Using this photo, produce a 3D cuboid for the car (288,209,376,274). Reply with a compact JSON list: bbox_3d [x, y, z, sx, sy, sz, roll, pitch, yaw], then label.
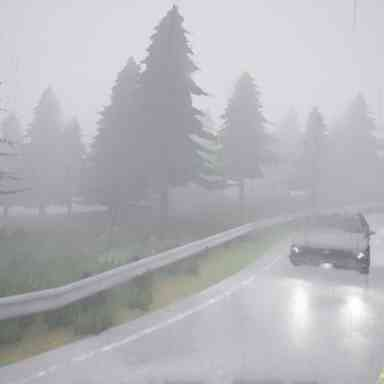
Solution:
[{"bbox_3d":[4.330,1.231,9.950,2.033,1.411,5.357,1,2,28],"label":"car"}]
